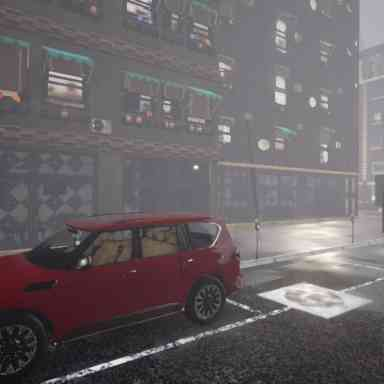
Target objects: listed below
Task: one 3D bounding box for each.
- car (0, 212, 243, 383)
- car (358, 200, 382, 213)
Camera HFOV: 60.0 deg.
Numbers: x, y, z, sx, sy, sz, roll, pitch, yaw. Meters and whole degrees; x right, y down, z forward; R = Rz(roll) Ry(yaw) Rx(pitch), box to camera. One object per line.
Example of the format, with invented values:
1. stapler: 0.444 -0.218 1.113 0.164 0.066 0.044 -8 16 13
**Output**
1. car: -1.362 1.316 5.583 5.009 1.841 2.192 0 1 -35
2. car: 20.164 1.538 37.360 1.887 1.381 4.507 1 0 -36
